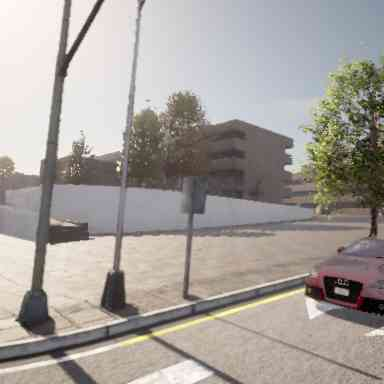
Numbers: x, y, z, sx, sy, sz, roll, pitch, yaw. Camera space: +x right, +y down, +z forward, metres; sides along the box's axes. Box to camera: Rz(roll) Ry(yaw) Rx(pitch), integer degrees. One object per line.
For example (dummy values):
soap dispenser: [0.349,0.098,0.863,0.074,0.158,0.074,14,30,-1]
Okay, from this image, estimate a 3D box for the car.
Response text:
car: [4.474,1.769,7.652,4.181,1.385,1.994,1,-2,-37]
